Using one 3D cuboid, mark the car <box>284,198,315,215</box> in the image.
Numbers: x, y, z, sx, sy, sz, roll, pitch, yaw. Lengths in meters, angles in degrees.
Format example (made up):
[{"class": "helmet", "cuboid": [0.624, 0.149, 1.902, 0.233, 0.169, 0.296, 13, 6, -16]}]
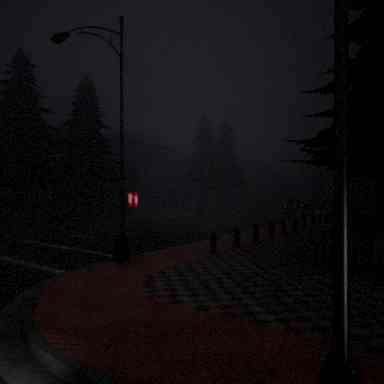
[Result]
[{"class": "car", "cuboid": [11.210, 1.367, 34.493, 2.097, 1.767, 4.553, 0, 0, 35]}]
